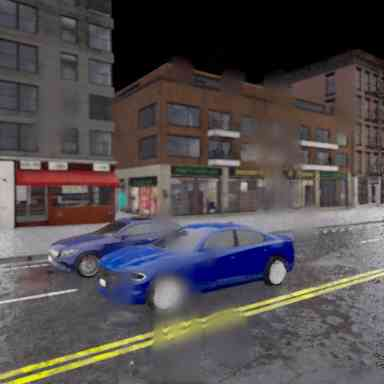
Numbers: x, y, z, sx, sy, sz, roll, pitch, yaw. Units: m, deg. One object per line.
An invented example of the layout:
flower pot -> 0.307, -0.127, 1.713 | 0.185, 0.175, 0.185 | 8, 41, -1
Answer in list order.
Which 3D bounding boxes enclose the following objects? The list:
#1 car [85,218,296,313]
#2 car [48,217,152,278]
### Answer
car -> 0.324, 1.486, 7.863 | 5.008, 1.535, 1.882 | 0, 0, -35
car -> -1.898, 1.536, 10.271 | 4.674, 1.442, 1.812 | 0, 0, -35
